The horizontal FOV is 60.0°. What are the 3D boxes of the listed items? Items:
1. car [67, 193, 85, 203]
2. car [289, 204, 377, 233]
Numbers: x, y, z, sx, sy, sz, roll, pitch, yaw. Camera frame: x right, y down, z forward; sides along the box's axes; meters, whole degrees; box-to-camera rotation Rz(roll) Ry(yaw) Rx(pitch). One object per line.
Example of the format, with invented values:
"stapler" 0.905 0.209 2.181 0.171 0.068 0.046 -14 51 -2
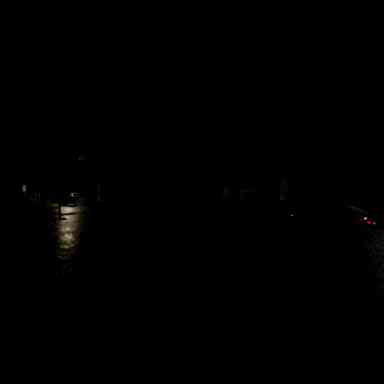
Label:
"car" -17.767 0.927 50.724 2.128 1.511 4.902 -1 1 -35
"car" 7.702 1.382 18.560 1.812 1.442 4.674 -3 2 -41
